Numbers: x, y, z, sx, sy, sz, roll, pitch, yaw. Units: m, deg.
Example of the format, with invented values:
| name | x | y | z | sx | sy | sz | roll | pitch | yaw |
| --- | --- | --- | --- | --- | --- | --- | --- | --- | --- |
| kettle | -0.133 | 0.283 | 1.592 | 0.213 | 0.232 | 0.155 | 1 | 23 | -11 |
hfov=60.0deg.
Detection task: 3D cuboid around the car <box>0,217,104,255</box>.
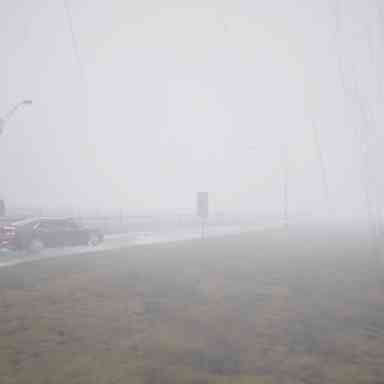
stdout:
| name | x | y | z | sx | sy | sz | roll | pitch | yaw |
| --- | --- | --- | --- | --- | --- | --- | --- | --- | --- |
| car | -6.350 | 1.932 | 15.417 | 1.837 | 1.490 | 4.892 | -1 | -3 | 35 |
